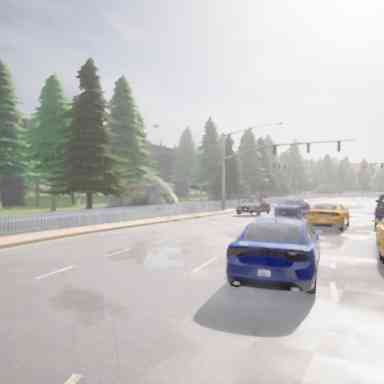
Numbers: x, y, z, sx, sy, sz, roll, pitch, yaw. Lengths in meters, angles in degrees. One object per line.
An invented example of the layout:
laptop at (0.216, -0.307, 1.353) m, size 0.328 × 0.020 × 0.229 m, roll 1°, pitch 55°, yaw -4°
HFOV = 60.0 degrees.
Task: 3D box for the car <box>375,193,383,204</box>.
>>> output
car at (12.442, 1.065, 20.222) m, size 2.150 × 2.045 × 5.566 m, roll 0°, pitch 1°, yaw 33°

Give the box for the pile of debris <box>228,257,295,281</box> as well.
pile of debris at (1.999, 2.101, 9.274) m, size 1.500 × 0.140 × 1.860 m, roll 0°, pitch 0°, yaw 23°

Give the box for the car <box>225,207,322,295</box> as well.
car at (2.321, 1.407, 8.785) m, size 1.882 × 1.535 × 5.008 m, roll 0°, pitch 1°, yaw 22°

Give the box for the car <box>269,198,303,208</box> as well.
car at (8.084, 1.267, 26.723) m, size 1.882 × 1.535 × 5.008 m, roll 0°, pitch 0°, yaw 31°

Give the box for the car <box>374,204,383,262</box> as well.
car at (7.295, 1.391, 11.151) m, size 1.882 × 1.535 × 5.008 m, roll 0°, pitch 0°, yaw 27°

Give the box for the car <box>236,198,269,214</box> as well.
car at (5.409, 1.239, 29.051) m, size 1.994 × 1.385 × 4.181 m, roll 0°, pitch 1°, yaw 31°

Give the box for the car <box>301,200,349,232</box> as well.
car at (8.062, 1.323, 19.588) m, size 1.882 × 1.535 × 5.008 m, roll 0°, pitch 1°, yaw 30°
